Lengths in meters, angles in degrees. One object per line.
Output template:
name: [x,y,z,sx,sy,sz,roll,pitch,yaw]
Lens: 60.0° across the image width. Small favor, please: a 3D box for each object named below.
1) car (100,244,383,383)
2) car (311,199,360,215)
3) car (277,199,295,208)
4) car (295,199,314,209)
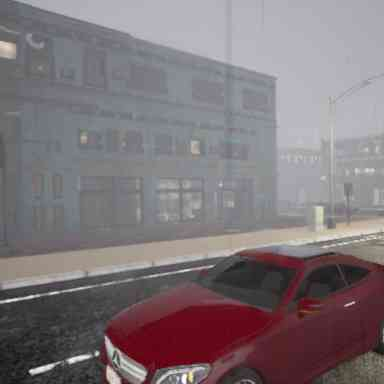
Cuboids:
car: [1.151,1.512,4.506,4.674,1.442,1.812,0,0,-35]
car: [15.291,1.688,34.999,1.947,1.339,4.313,-2,0,-35]
car: [14.169,1.745,51.236,1.802,1.307,4.206,-2,0,-35]
car: [17.378,1.651,46.726,2.008,1.369,4.403,-2,0,-35]
